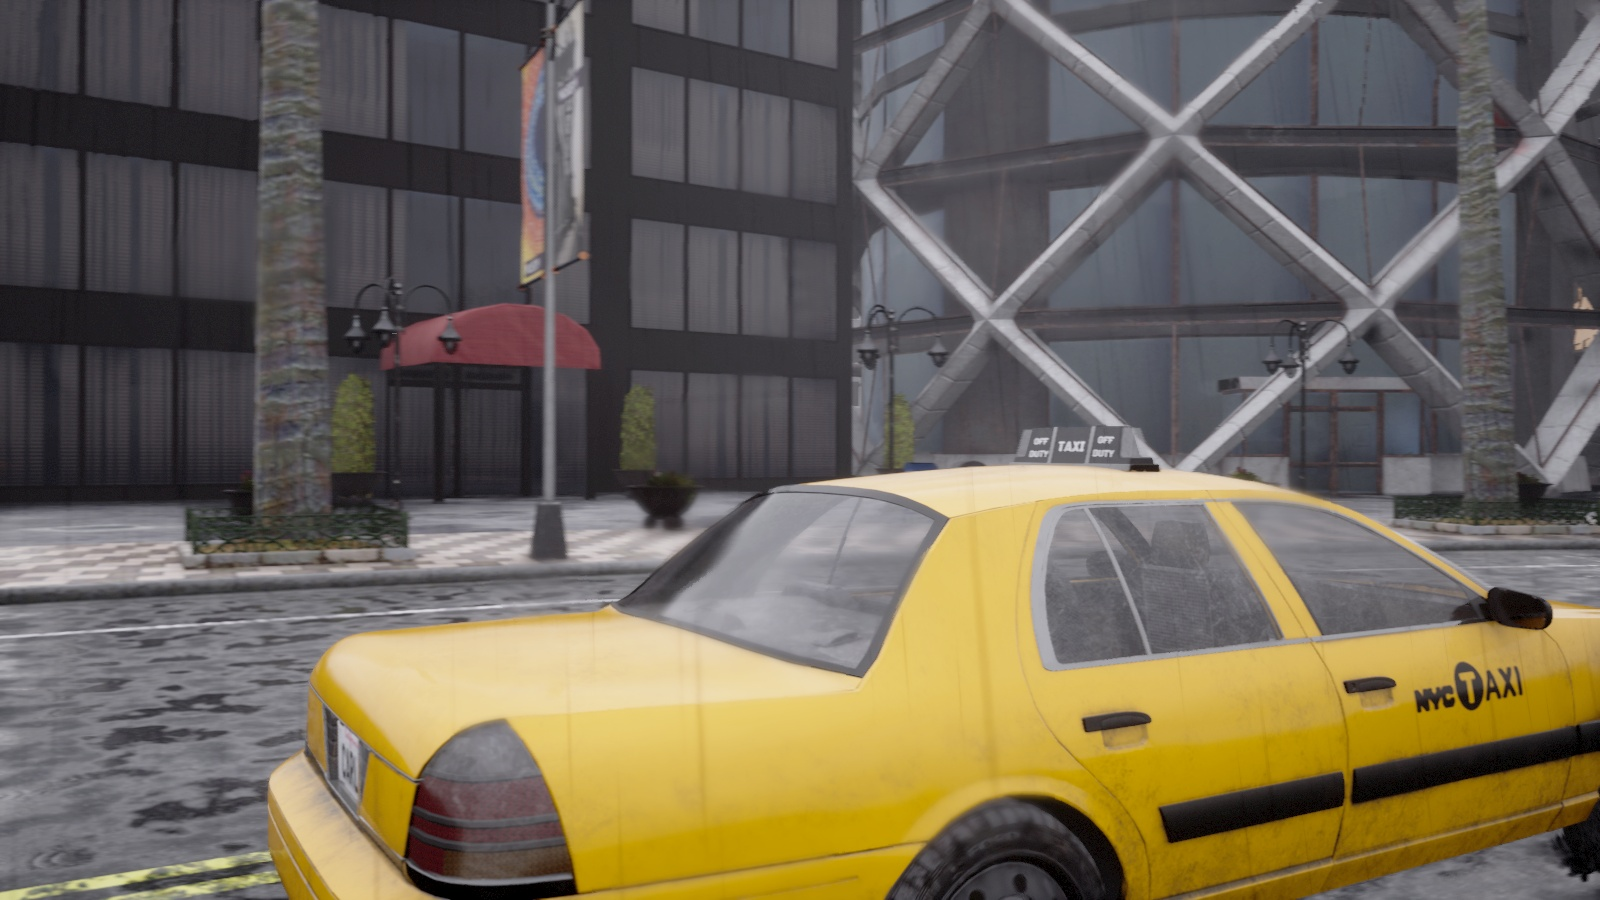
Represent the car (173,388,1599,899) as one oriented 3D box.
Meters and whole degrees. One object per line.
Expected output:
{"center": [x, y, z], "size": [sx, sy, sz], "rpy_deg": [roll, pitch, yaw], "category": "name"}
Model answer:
{"center": [0.999, 0.688, 4.126], "size": [5.366, 1.575, 1.801], "rpy_deg": [0, 0, -30], "category": "car"}
